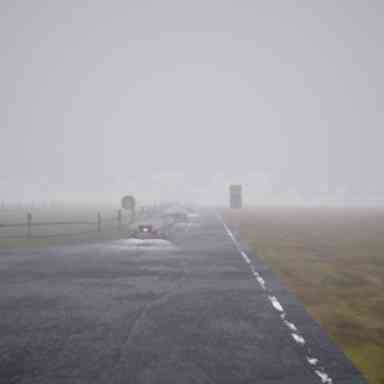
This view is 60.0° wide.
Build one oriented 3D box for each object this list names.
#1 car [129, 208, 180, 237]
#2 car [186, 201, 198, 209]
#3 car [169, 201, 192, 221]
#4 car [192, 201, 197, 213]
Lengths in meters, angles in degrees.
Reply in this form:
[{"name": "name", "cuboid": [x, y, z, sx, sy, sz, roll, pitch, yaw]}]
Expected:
[{"name": "car", "cuboid": [-2.243, 1.856, 19.768, 1.994, 1.385, 4.181, -1, -1, 7]}, {"name": "car", "cuboid": [0.003, 2.437, 65.145, 2.033, 1.411, 5.357, -1, -1, 2]}, {"name": "car", "cuboid": [-1.362, 1.927, 31.953, 1.882, 1.535, 5.008, -1, -1, 3]}, {"name": "car", "cuboid": [-0.742, 2.249, 46.971, 1.895, 1.301, 4.718, -1, -1, 2]}]
